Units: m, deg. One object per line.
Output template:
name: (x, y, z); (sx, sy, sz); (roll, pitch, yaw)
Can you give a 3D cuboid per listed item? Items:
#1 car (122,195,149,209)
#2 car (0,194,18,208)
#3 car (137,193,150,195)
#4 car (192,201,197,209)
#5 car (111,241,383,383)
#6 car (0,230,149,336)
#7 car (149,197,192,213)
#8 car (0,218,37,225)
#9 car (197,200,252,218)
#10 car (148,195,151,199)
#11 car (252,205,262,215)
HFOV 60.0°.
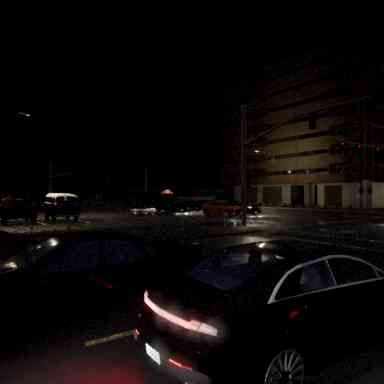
car: (-8.454, 1.533, 47.659); (1.882, 1.535, 5.008); (0, 0, -34)
car: (-31.421, 1.209, 56.553); (1.932, 1.855, 4.605); (0, 0, -34)
car: (-10.431, 1.277, 69.498); (2.150, 2.045, 5.566); (0, 0, -34)
car: (-0.675, 1.656, 42.454); (1.895, 1.301, 4.718); (0, 0, -34)
car: (1.594, 1.492, 4.879); (4.902, 1.511, 2.128); (0, 0, -34)
car: (-2.191, 1.547, 6.716); (5.357, 1.411, 2.033); (0, 0, -35)
car: (-2.603, 1.603, 39.067); (2.033, 1.411, 5.357); (0, 0, -34)
car: (-6.053, 1.564, 8.311); (4.181, 1.385, 1.994); (0, 0, -35)
car: (2.932, 1.533, 30.957); (1.882, 1.535, 5.008); (0, 0, -34)
car: (-6.240, 1.560, 50.632); (1.837, 1.490, 4.892); (0, 0, -34)
car: (4.727, 1.603, 34.535); (2.033, 1.411, 5.357); (0, 0, -34)
